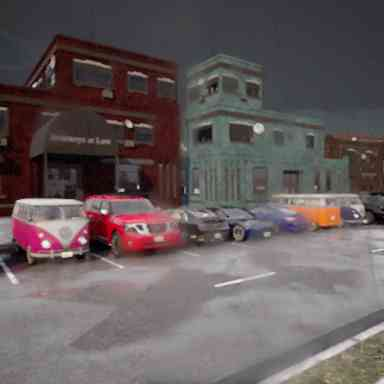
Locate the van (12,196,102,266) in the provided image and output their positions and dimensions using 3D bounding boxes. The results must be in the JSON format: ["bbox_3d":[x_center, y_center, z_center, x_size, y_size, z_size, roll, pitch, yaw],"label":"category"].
[{"bbox_3d":[-4.875,1.218,11.371,1.878,1.987,4.442,-1,0,-35],"label":"van"}]

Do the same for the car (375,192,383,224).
[{"bbox_3d":[10.886,1.081,22.774,2.435,2.045,5.566,0,0,-35],"label":"car"}]

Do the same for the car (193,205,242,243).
[{"bbox_3d":[-0.411,1.407,14.686,2.231,1.521,4.892,0,0,-35],"label":"car"}]

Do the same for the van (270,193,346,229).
[{"bbox_3d":[6.308,1.133,19.622,1.878,1.987,4.442,0,0,-35],"label":"van"}]

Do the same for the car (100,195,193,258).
[{"bbox_3d":[-2.664,1.172,13.054,2.435,2.045,5.566,-1,0,-35],"label":"car"}]

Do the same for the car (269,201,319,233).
[{"bbox_3d":[4.012,1.414,17.841,2.002,1.452,4.674,0,0,-35],"label":"car"}]

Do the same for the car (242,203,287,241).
[{"bbox_3d":[1.866,1.418,16.279,2.163,1.488,4.792,0,0,-35],"label":"car"}]

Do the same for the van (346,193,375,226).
[{"bbox_3d":[8.705,1.118,21.043,1.878,1.987,4.442,0,0,-35],"label":"van"}]
